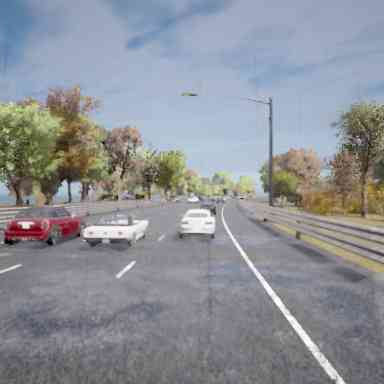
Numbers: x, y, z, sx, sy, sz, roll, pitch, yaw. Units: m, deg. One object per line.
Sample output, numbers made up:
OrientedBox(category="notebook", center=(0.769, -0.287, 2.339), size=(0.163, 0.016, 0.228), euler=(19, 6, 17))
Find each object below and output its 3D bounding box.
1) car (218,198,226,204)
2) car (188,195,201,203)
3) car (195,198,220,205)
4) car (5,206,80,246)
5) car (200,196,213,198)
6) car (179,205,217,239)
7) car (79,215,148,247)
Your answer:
OrientedBox(category="car", center=(7.276, 2.214, 85.463), size=(2.128, 1.511, 4.902), euler=(0, -1, 9))
OrientedBox(category="car", center=(0.288, 1.909, 86.058), size=(2.150, 2.045, 5.566), euler=(0, -1, 9))
OrientedBox(category="car", center=(1.833, 1.788, 38.415), size=(2.128, 1.511, 4.902), euler=(0, 0, 5))
OrientedBox(category="car", center=(-6.790, 1.460, 15.957), size=(2.097, 1.767, 4.553), euler=(0, 0, 3))
OrientedBox(category="car", center=(3.810, 2.241, 85.949), size=(1.994, 1.385, 4.181), euler=(0, -1, 9))
OrientedBox(category="car", center=(0.358, 1.663, 18.302), size=(1.812, 1.442, 4.674), euler=(0, 0, 3))
OrientedBox(category="car", center=(-3.316, 1.711, 15.536), size=(1.895, 1.301, 4.718), euler=(0, 0, 3))
